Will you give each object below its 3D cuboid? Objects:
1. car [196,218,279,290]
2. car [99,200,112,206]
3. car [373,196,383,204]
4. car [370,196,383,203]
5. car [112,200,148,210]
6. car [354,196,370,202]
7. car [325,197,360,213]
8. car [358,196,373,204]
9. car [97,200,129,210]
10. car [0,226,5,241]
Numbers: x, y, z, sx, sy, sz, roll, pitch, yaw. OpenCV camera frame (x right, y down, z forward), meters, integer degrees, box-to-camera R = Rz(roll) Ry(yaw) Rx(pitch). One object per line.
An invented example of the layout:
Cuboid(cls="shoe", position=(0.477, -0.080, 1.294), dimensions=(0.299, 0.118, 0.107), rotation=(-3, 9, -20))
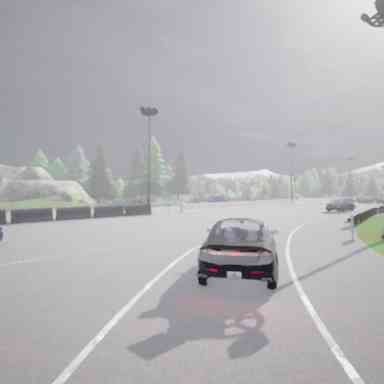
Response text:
Cuboid(cls="car", position=(1.348, 1.479, 9.193), dimensions=(2.128, 1.511, 4.902), rotation=(0, 0, 12))
Cuboid(cls="car", position=(-10.666, 2.022, 49.413), dimensions=(2.033, 1.411, 5.357), rotation=(-1, -1, 43))
Cuboid(cls="car", position=(38.650, 1.638, 66.841), dimensions=(2.033, 1.411, 5.357), rotation=(-1, -1, 43))
Cuboid(cls="car", position=(43.125, 1.622, 76.881), dimensions=(2.128, 1.511, 4.902), rotation=(-1, -1, 43))
Cuboid(cls="car", position=(-8.320, 1.917, 46.803), dimensions=(1.837, 1.490, 4.892), rotation=(-1, -2, 43))
Cuboid(cls="car", position=(40.549, 1.680, 79.249), dimensions=(2.128, 1.511, 4.902), rotation=(-1, -1, 43))
Cuboid(cls="car", position=(16.942, 1.558, 37.833), dimensions=(2.033, 1.411, 5.357), rotation=(-1, -1, 42))
Cuboid(cls="car", position=(36.074, 1.681, 69.209), dimensions=(2.128, 1.511, 4.902), rotation=(-1, -1, 43))
Cuboid(cls="car", position=(-12.645, 2.061, 53.174), dimensions=(4.674, 1.442, 1.812), rotation=(0, 0, -41))
Cuboid(cls="car", position=(-10.188, 1.626, 13.352), dimensions=(1.812, 1.442, 4.674), rotation=(-1, -1, 42))
